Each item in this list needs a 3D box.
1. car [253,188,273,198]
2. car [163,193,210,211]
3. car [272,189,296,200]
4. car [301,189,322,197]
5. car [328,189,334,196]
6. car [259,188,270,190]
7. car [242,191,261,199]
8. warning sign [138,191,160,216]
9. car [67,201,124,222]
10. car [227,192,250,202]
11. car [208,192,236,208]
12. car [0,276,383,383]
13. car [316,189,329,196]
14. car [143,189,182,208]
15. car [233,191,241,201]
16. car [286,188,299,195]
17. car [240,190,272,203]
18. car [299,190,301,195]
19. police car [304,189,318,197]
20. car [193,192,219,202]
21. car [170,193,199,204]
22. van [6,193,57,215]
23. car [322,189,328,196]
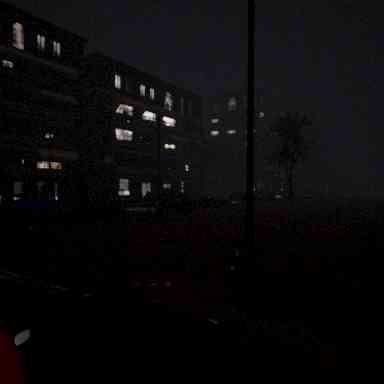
[{"bbox_3d":[14.915,0.192,69.795,2.192,1.841,5.009,2,2,35],"label":"car"},{"bbox_3d":[-0.488,1.108,33.021,1.887,1.381,4.507,2,2,35],"label":"car"},{"bbox_3d":[15.522,0.651,56.012,1.752,1.417,4.829,2,2,35],"label":"car"},{"bbox_3d":[24.971,0.421,69.584,2.008,1.369,4.403,2,2,35],"label":"car"},{"bbox_3d":[34.518,0.053,83.291,1.967,1.590,4.097,2,2,35],"label":"car"},{"bbox_3d":[13.012,0.599,57.136,2.128,1.511,4.902,1,1,35],"label":"car"},{"bbox_3d":[11.632,0.491,65.091,1.752,1.417,4.829,2,2,35],"label":"car"},{"bbox_3d":[-3.232,0.830,24.958,1.300,1.860,1.060,0,0,35],"label":"warning sign"},{"bbox_3d":[-6.851,1.305,23.882,1.947,1.339,4.313,2,2,35],"label":"car"},{"bbox_3d":[7.693,0.718,54.747,1.837,1.490,4.892,1,1,35],"label":"car"},{"bbox_3d":[2.695,1.027,37.591,2.008,1.369,4.403,2,2,35],"label":"car"},{"bbox_3d":[-0.502,1.542,3.230,4.507,1.381,1.887,0,1,36],"label":"car"},{"bbox_3d":[33.444,0.041,84.937,1.801,1.575,5.366,1,1,35],"label":"car"},{"bbox_3d":[-3.264,0.675,39.176,2.150,2.045,5.566,1,1,35],"label":"car"},{"bbox_3d":[7.312,0.617,48.864,2.097,1.767,4.553,1,1,35],"label":"car"},{"bbox_3d":[24.460,-0.065,83.505,2.192,1.841,5.009,2,2,35],"label":"car"},{"bbox_3d":[9.059,0.852,46.732,2.008,1.369,4.403,2,2,35],"label":"car"},{"bbox_3d":[27.640,0.079,88.082,1.887,1.381,4.507,2,2,35],"label":"car"},{"bbox_3d":[27.516,0.163,76.766,1.930,1.638,5.238,1,1,32],"label":"police car"},{"bbox_3d":[2.182,0.773,51.521,2.008,1.369,4.403,2,2,35],"label":"car"},{"bbox_3d":[-1.000,0.875,46.951,1.947,1.339,4.313,2,2,35],"label":"car"},{"bbox_3d":[-13.726,1.002,28.664,1.690,1.788,3.998,2,2,35],"label":"van"},{"bbox_3d":[28.152,0.335,74.153,2.008,1.369,4.403,2,2,35],"label":"car"}]
